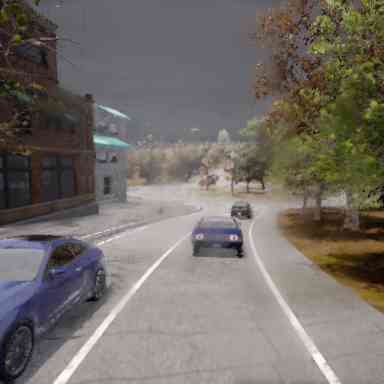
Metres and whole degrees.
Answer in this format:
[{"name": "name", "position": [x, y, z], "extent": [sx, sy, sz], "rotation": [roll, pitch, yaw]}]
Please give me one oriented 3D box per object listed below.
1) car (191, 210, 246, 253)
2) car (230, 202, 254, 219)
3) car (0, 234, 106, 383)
[{"name": "car", "position": [1.147, 1.648, 13.996], "extent": [1.895, 1.301, 4.718], "rotation": [1, 0, 7]}, {"name": "car", "position": [4.825, 1.695, 32.076], "extent": [1.837, 1.490, 4.892], "rotation": [2, 0, 14]}, {"name": "car", "position": [-2.863, 1.513, 5.589], "extent": [1.812, 1.442, 4.674], "rotation": [0, 0, 4]}]
